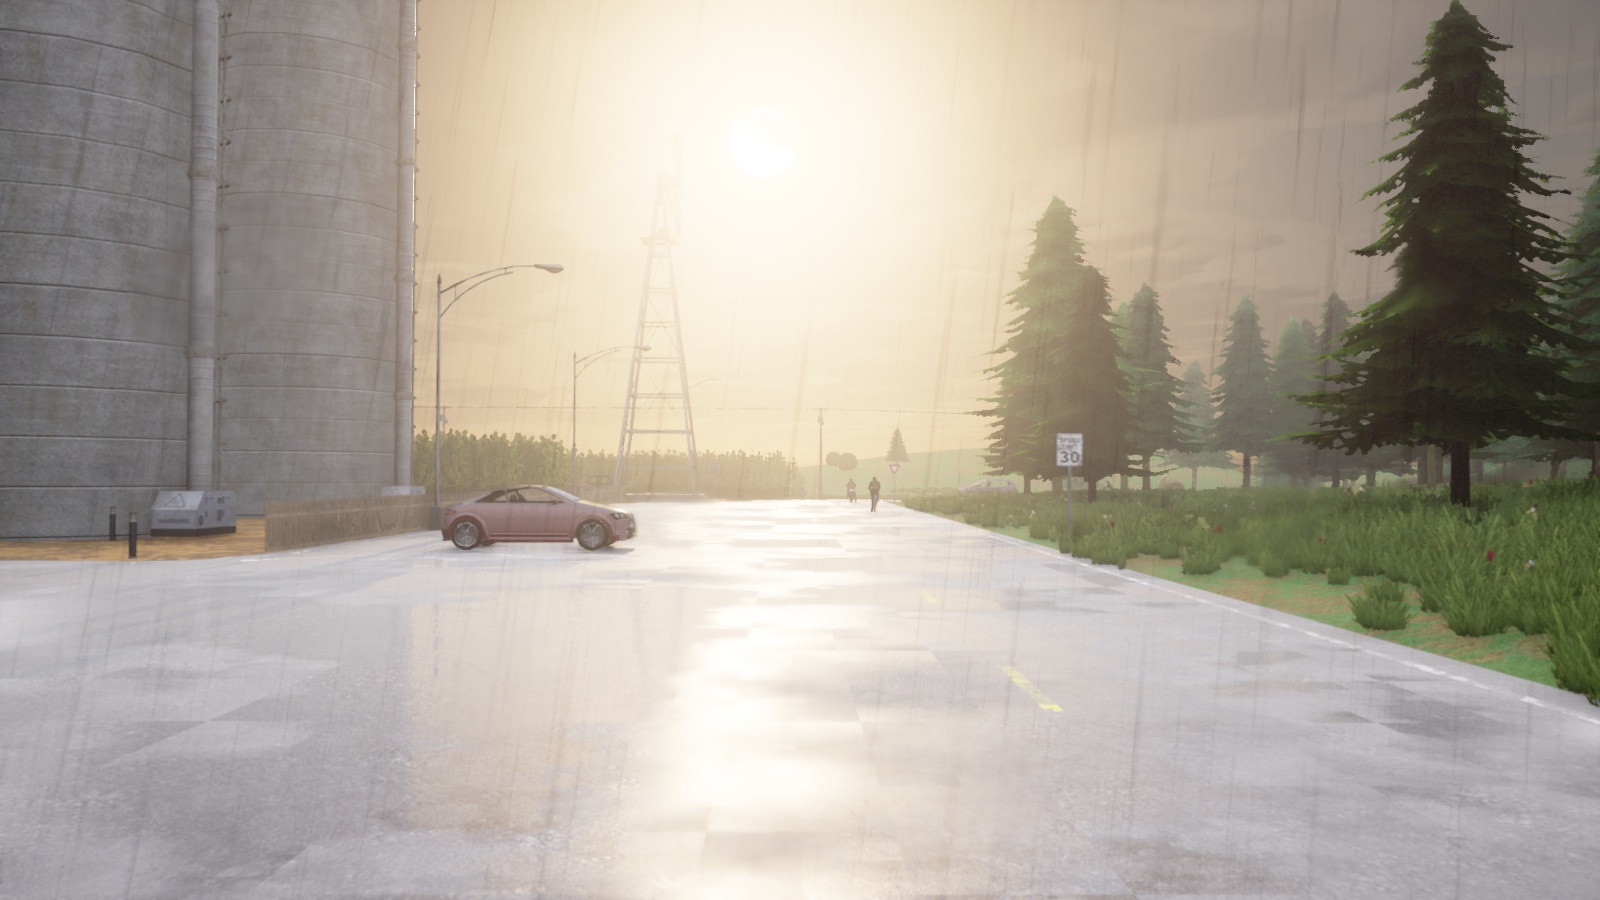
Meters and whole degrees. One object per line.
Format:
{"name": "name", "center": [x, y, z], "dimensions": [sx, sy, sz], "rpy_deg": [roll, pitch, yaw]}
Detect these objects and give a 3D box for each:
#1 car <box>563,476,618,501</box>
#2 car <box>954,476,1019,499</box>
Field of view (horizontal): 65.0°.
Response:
{"name": "car", "center": [-15.745, 2.882, 94.427], "dimensions": [3.866, 1.878, 1.905], "rpy_deg": [0, -1, -1]}
{"name": "car", "center": [14.052, 2.819, 94.779], "dimensions": [4.611, 1.667, 2.242], "rpy_deg": [0, -1, -1]}
